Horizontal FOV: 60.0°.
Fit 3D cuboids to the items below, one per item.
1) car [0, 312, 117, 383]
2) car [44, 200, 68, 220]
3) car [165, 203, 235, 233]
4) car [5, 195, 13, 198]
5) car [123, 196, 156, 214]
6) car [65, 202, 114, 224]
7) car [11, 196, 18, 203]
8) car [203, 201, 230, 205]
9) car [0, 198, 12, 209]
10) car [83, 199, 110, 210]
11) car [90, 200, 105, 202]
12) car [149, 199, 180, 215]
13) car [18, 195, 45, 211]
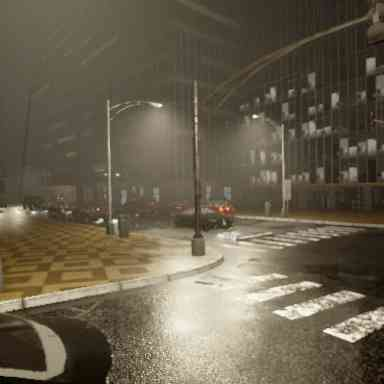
[{"bbox_3d":[-2.698,1.508,1.401,4.892,1.490,1.837,1,0,-35],"label":"car"},{"bbox_3d":[-12.134,1.698,31.587,1.967,1.590,4.097,-2,1,-41],"label":"car"},{"bbox_3d":[0.565,1.671,20.890,1.994,1.385,4.181,-2,1,-42],"label":"car"},{"bbox_3d":[-42.673,1.941,79.788,1.887,1.381,4.507,-2,1,-41],"label":"car"},{"bbox_3d":[-5.754,1.394,37.022,2.192,1.841,5.009,-2,1,-41],"label":"car"},{"bbox_3d":[-8.445,1.791,27.318,1.947,1.339,4.313,-2,1,-41],"label":"car"},{"bbox_3d":[-38.981,1.932,75.512,1.947,1.339,4.313,-2,1,-41],"label":"car"},{"bbox_3d":[1.637,1.454,28.475,1.967,1.590,4.097,-2,1,-41],"label":"car"},{"bbox_3d":[-30.563,2.001,52.941,1.802,1.307,4.206,-2,1,-41],"label":"car"},{"bbox_3d":[-13.132,1.710,45.579,1.947,1.339,4.313,-2,1,-41],"label":"car"},{"bbox_3d":[-9.356,1.673,32.348,1.882,1.535,5.008,-2,1,-41],"label":"car"},{"bbox_3d":[-2.054,1.628,32.752,1.802,1.307,4.206,-2,1,-41],"label":"car"},{"bbox_3d":[-22.759,1.518,48.010,2.150,2.045,5.566,-2,1,-41],"label":"car"}]
